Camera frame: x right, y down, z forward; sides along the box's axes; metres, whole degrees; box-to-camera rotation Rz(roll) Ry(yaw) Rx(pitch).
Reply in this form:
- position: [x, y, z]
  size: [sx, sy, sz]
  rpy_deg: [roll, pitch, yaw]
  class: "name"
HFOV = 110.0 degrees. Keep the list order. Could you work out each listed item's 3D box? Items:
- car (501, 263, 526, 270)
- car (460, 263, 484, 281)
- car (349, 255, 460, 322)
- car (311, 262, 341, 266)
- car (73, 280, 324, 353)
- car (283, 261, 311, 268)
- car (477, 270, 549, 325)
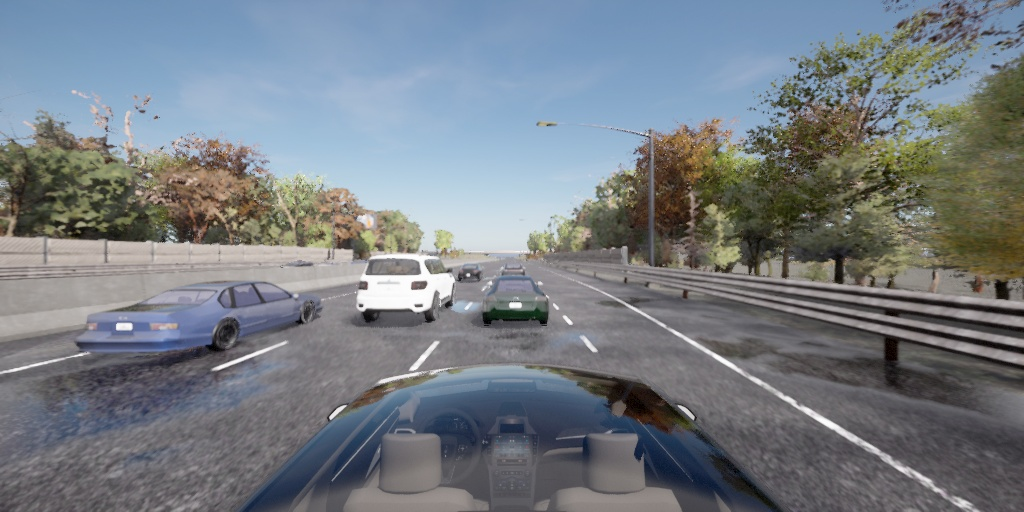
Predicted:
- position: [0.099, 1.302, 29.169]
  size: [2.128, 1.511, 4.902]
  rpy_deg: [0, 0, 0]
  class: "car"
- position: [-3.417, 1.340, 30.247]
  size: [1.812, 1.442, 4.674]
  rpy_deg: [0, 0, 0]
  class: "car"
- position: [-3.401, 0.992, 12.560]
  size: [2.150, 2.045, 5.566]
  rpy_deg: [0, 0, 0]
  class: "car"
- position: [-24.570, 1.468, 48.520]
  size: [1.895, 1.301, 4.718]
  rpy_deg: [0, 0, 0]
  class: "car"
- position: [-6.900, 1.311, 8.887]
  size: [2.033, 1.411, 5.357]
  rpy_deg: [0, 0, 0]
  class: "car"
- position: [-28.075, 1.355, 47.266]
  size: [2.128, 1.511, 4.902]
  rpy_deg: [0, 0, 0]
  class: "car"
- position: [0.098, 1.333, 11.901]
  size: [1.994, 1.385, 4.181]
  rpy_deg: [0, 0, 0]
  class: "car"
